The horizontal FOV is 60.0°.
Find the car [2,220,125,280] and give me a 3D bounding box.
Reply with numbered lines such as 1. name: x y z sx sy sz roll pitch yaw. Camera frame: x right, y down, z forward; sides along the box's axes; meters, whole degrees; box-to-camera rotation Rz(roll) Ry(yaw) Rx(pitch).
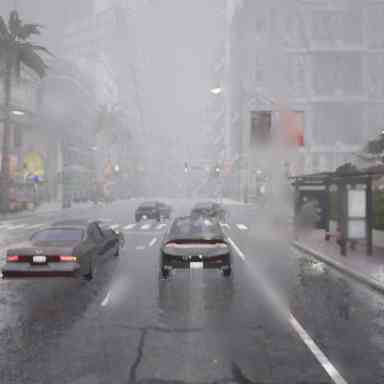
1. car: -3.398 1.536 9.913 2.033 1.411 5.357 0 0 0

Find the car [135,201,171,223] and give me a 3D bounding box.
1. car: -2.822 1.476 25.402 1.837 1.490 4.892 -1 0 11

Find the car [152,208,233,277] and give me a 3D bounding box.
1. car: 0.103 1.480 10.161 2.128 1.511 4.902 0 0 0

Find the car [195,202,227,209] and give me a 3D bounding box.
1. car: 1.299 1.479 23.934 1.837 1.490 4.892 -1 0 17
